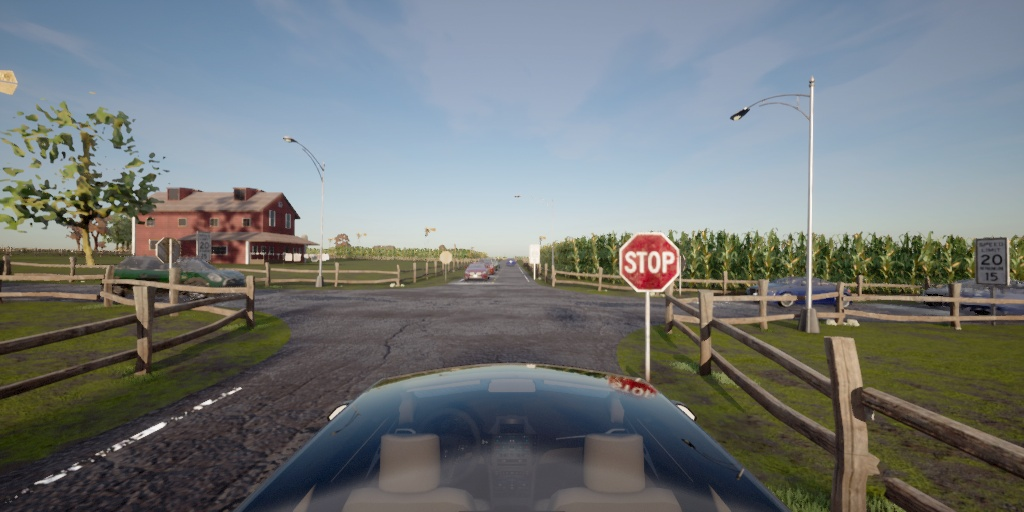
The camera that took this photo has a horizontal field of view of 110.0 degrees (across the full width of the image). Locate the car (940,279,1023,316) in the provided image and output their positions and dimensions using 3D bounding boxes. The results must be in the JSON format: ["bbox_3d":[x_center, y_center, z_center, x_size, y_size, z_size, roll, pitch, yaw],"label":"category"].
[{"bbox_3d":[20.972,1.801,14.164,5.357,1.411,2.033,1,-1,1],"label":"car"}]

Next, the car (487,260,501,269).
[{"bbox_3d":[-2.886,1.356,58.603,1.994,1.385,4.181,0,0,0],"label":"car"}]

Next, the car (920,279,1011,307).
[{"bbox_3d":[22.491,1.824,17.053,4.892,1.490,1.837,1,-1,0],"label":"car"}]

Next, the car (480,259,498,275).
[{"bbox_3d":[-2.925,1.122,39.059,2.097,1.767,4.553,0,0,0],"label":"car"}]

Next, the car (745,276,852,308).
[{"bbox_3d":[13.569,1.678,17.110,4.181,1.385,1.994,1,-1,-2],"label":"car"}]

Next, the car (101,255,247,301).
[{"bbox_3d":[-13.351,0.803,14.499,4.553,1.767,2.097,1,-1,-3],"label":"car"}]

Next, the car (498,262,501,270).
[{"bbox_3d":[-2.932,1.133,48.749,2.097,1.767,4.553,0,0,0],"label":"car"}]

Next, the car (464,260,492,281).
[{"bbox_3d":[-2.879,1.288,30.020,1.812,1.442,4.674,0,0,-1],"label":"car"}]
